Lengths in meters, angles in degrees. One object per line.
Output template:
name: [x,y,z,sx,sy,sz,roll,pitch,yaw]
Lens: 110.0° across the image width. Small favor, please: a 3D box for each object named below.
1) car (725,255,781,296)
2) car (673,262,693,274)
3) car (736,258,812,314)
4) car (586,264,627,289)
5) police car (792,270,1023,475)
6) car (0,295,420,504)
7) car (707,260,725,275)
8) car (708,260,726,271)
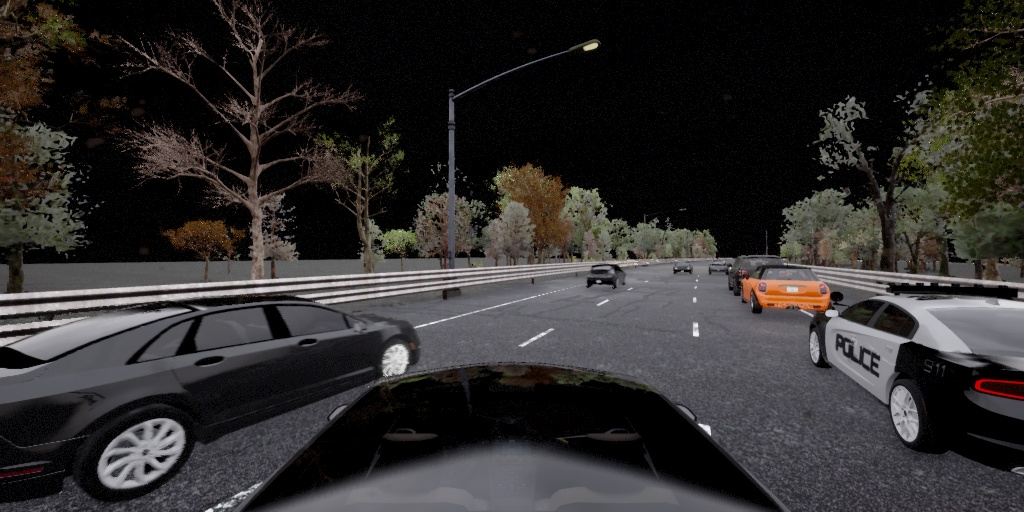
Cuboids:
car: [12.723,0.978,18.754,2.150,2.045,5.566,0,0,27]
car: [19.489,1.369,40.723,1.895,1.301,4.718,0,0,29]
car: [9.987,1.102,13.431,2.097,1.767,4.553,0,0,27]
car: [6.271,1.259,23.522,1.837,1.490,4.892,0,0,27]
police car: [5.627,1.175,4.727,1.930,1.638,5.238,0,0,26]
car: [-3.254,1.252,4.634,1.837,1.490,4.892,0,-1,26]
car: [22.610,1.261,39.273,2.128,1.511,4.902,0,0,30]
car: [29.119,1.333,50.884,2.033,1.411,5.357,0,0,30]
